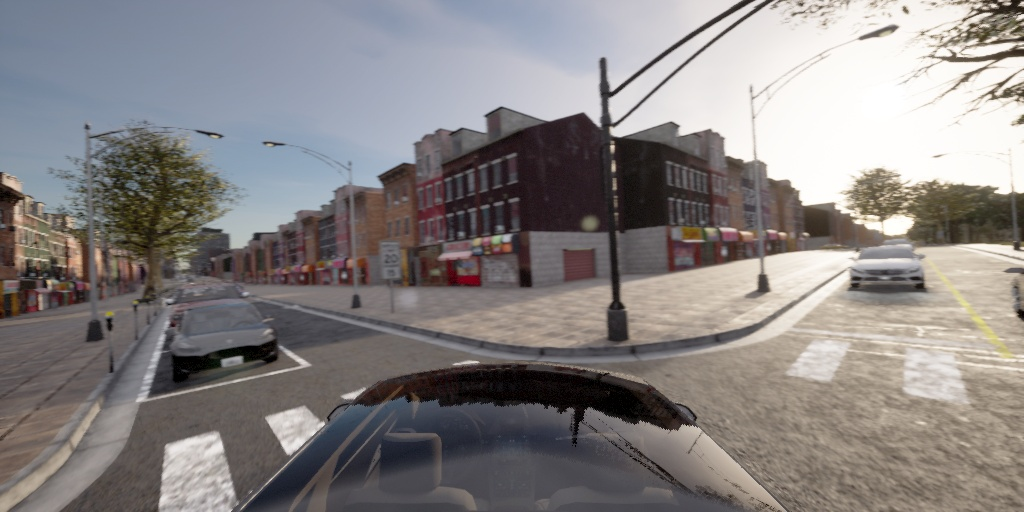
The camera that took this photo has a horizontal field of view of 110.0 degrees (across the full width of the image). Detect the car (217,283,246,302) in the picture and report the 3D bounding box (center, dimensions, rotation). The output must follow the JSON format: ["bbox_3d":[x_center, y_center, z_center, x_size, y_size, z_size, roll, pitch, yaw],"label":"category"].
[{"bbox_3d":[-26.567,3.391,33.911,1.812,1.442,4.674,-2,-2,-42],"label":"car"}]

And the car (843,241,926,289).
[{"bbox_3d":[14.208,0.352,13.619,4.674,1.442,1.812,-4,0,-42],"label":"car"}]

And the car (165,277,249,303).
[{"bbox_3d":[-10.686,1.871,12.707,2.192,1.841,5.009,0,0,-43],"label":"car"}]

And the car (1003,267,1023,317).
[{"bbox_3d":[10.223,0.575,5.991,4.892,1.490,1.837,-4,0,-42],"label":"car"}]

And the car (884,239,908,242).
[{"bbox_3d":[30.810,-0.627,28.746,4.674,1.442,1.812,-3,-1,-42],"label":"car"}]

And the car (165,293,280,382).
[{"bbox_3d":[-6.948,1.839,8.643,1.948,1.339,4.313,0,0,-43],"label":"car"}]
